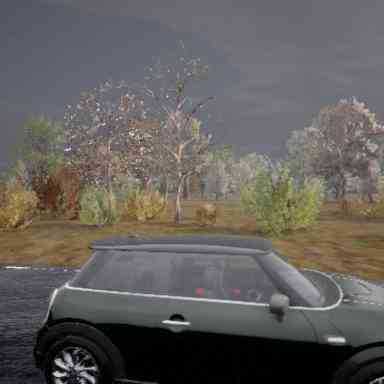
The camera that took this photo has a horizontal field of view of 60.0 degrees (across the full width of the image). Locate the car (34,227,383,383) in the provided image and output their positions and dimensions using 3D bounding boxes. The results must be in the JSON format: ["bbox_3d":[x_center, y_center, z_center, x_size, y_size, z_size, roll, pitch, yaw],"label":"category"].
[{"bbox_3d":[0.561,1.353,4.144,4.553,1.767,2.097,0,0,11],"label":"car"}]
